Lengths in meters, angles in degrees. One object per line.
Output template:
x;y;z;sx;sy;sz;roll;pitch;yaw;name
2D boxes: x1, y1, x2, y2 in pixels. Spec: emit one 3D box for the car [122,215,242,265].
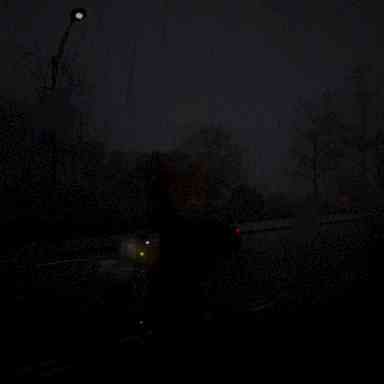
-0.261;1.507;11.501;4.181;1.385;1.994;-1;0;-36;car
